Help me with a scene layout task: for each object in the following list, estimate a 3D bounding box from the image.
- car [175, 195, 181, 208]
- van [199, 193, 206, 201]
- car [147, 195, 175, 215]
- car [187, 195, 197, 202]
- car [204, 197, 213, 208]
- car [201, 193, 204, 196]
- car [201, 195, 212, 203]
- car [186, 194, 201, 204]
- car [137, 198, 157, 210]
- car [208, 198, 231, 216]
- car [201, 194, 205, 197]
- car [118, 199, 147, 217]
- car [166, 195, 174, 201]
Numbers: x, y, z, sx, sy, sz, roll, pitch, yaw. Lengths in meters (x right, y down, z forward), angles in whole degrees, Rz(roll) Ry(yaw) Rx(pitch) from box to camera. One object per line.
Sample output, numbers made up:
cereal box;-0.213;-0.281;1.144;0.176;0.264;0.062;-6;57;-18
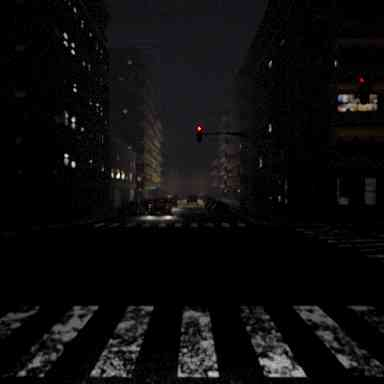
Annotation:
car;-3.062;1.434;47.926;2.128;1.511;4.902;0;0;0
van;2.728;1.258;86.291;1.690;1.788;3.998;-1;0;0
car;-3.080;1.309;32.675;2.097;1.767;4.553;0;0;0
car;0.038;1.310;70.519;1.994;1.385;4.181;0;0;0
car;2.703;1.519;36.580;1.947;1.339;4.313;0;0;0
car;3.177;1.404;68.623;1.882;1.535;5.008;0;0;0
car;2.709;1.488;47.626;1.887;1.381;4.507;0;0;0
car;0.032;1.283;62.115;2.097;1.767;4.553;0;0;0
car;-5.675;1.513;42.120;1.947;1.339;4.313;0;0;0
car;2.701;1.541;31.056;1.802;1.307;4.206;0;0;0
car;3.182;1.457;61.623;1.812;1.442;4.674;0;0;0
car;-5.681;1.524;31.073;1.947;1.339;4.313;0;0;0
car;-5.652;1.442;86.138;1.752;1.417;4.829;0;0;0
